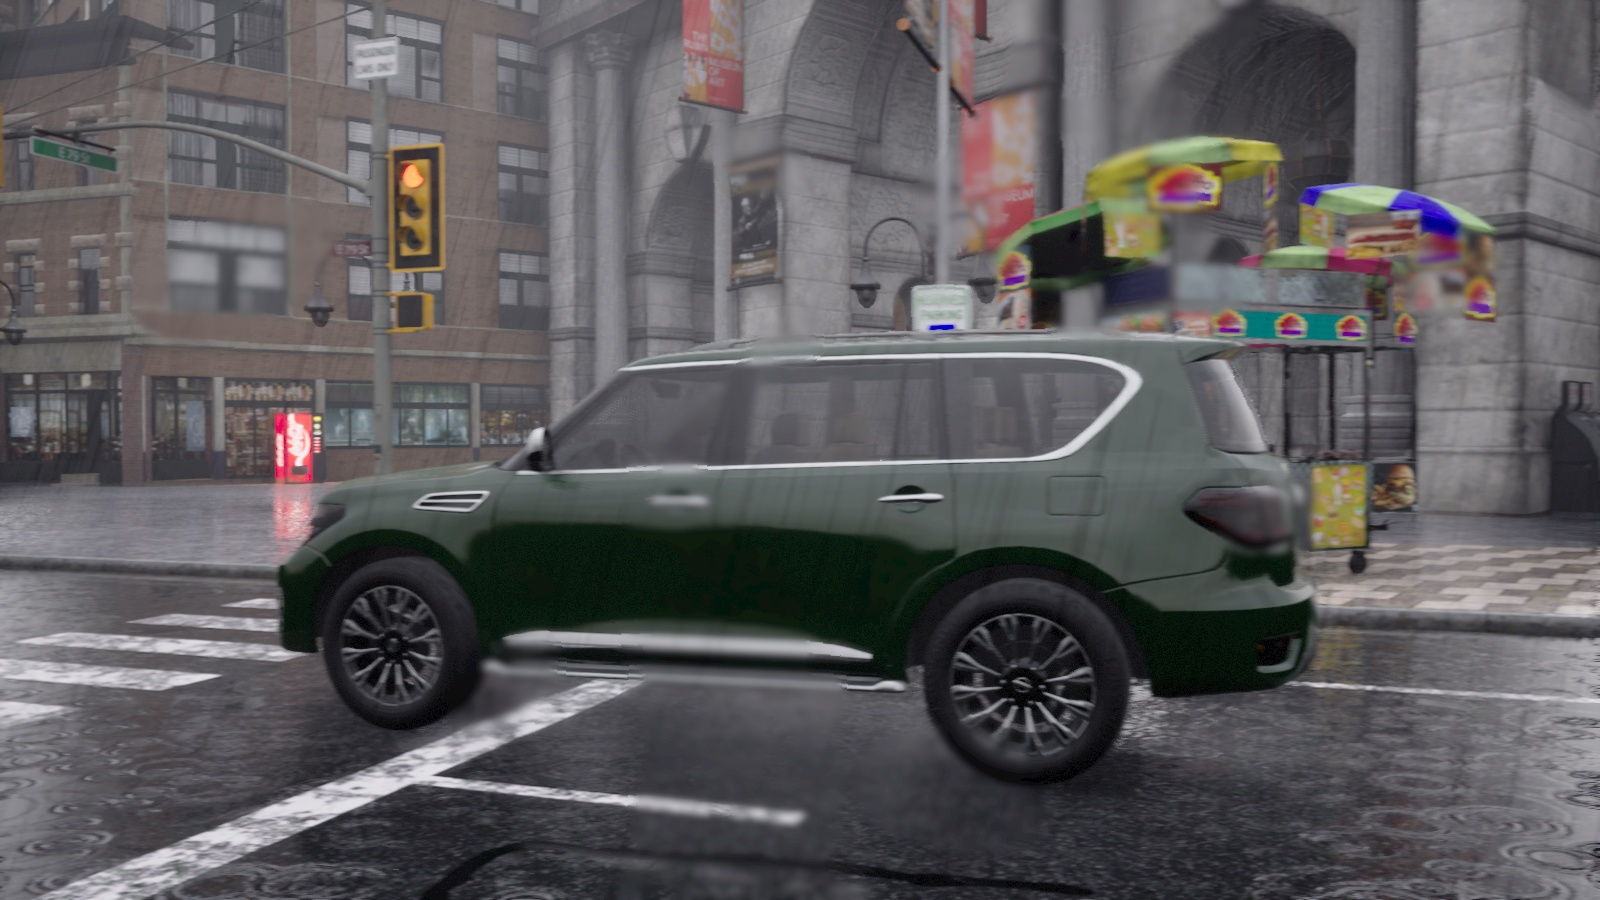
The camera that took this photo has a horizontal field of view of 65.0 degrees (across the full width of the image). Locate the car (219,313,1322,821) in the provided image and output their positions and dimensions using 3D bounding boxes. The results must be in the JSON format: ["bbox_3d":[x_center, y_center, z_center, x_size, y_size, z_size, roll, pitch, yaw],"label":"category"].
[{"bbox_3d":[-0.192,0.433,6.972,5.566,2.045,2.150,1,1,19],"label":"car"}]

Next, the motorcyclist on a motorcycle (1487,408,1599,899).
[{"bbox_3d":[2.650,0.750,2.291,2.350,1.649,0.766,0,1,19],"label":"motorcyclist on a motorcycle"}]
